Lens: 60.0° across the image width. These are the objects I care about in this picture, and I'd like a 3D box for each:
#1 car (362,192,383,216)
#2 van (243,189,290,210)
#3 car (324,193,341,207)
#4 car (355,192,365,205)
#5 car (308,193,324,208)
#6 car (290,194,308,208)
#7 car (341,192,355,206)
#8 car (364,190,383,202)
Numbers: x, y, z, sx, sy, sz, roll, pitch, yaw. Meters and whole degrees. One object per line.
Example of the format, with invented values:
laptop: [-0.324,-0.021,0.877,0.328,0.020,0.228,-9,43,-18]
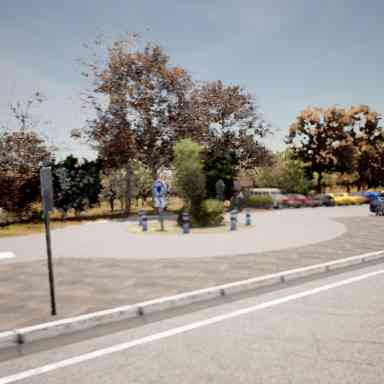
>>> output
car: [14.549,0.957,22.305,2.163,1.488,4.792,0,0,-35]
van: [7.028,0.695,32.887,1.878,1.987,4.442,0,1,-35]
car: [13.793,0.911,37.820,2.163,1.488,4.792,0,0,-35]
car: [18.278,0.815,41.155,1.946,1.575,5.366,-1,0,-35]
car: [11.424,0.939,36.127,2.002,1.452,4.674,0,0,-35]
car: [9.143,0.949,34.528,2.002,1.452,4.674,0,0,-35]
car: [15.989,0.851,39.551,1.946,1.575,5.366,-1,1,-35]
car: [27.520,0.569,47.400,2.231,1.521,4.892,-2,1,-35]
